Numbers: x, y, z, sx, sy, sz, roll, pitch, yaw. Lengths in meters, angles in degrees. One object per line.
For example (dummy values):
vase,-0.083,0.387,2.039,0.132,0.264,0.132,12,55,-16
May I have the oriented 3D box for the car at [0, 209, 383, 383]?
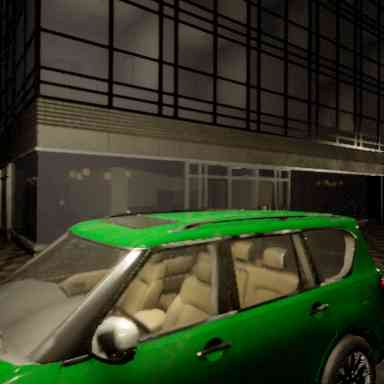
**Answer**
car,-0.352,1.231,3.097,5.566,2.045,2.150,1,0,-35
